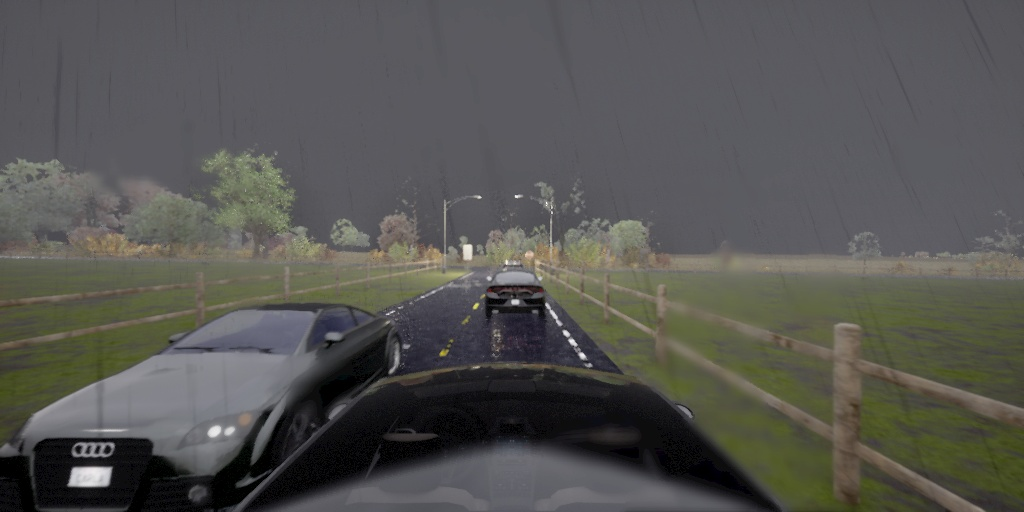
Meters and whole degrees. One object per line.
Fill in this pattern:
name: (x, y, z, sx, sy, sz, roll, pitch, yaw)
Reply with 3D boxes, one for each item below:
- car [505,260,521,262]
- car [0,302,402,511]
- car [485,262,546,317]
car: (0.092, 1.072, 30.086, 2.128, 1.511, 4.902, 0, 0, 0)
car: (-2.851, 1.296, 4.416, 1.994, 1.385, 4.181, 0, 0, 0)
car: (0.097, 1.158, 12.805, 1.882, 1.535, 5.008, 0, 0, 0)
